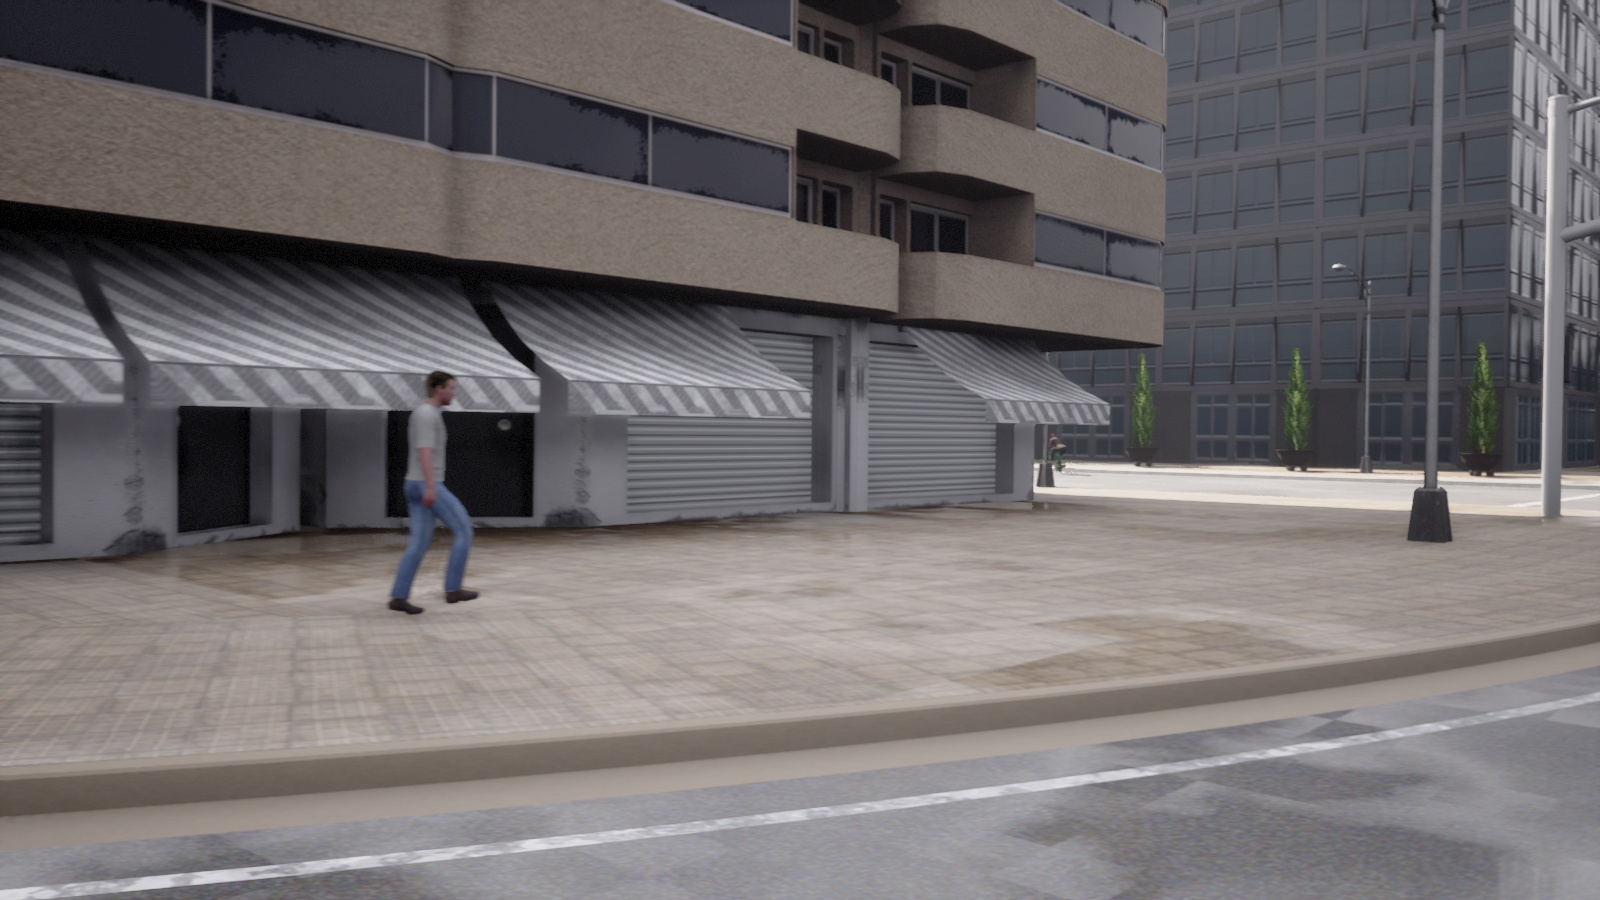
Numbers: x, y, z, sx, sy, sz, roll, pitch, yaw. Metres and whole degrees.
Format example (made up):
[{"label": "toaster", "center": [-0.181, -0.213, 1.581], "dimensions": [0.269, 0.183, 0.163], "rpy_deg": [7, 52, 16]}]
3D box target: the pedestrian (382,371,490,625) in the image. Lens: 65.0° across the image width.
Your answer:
[{"label": "pedestrian", "center": [-2.727, 0.341, 9.409], "dimensions": [0.706, 1.836, 0.354], "rpy_deg": [-1, 1, -25]}]
